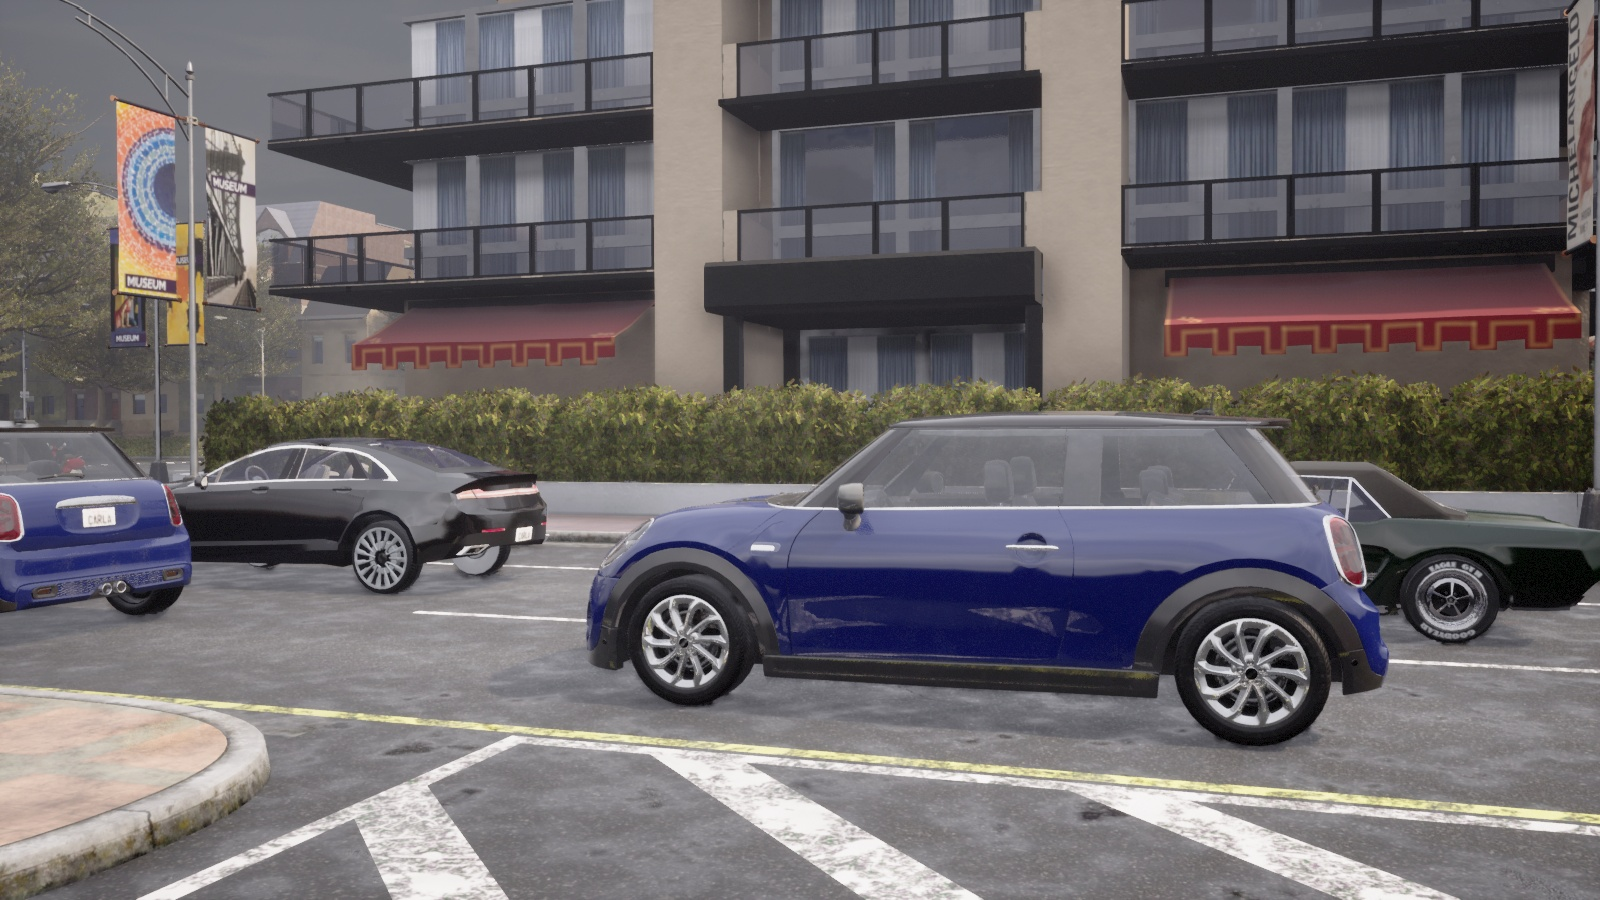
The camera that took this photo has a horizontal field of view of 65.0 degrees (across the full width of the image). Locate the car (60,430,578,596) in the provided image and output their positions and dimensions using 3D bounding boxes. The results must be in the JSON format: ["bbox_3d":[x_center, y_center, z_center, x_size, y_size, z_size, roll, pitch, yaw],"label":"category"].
[{"bbox_3d":[-5.065,0.550,13.338,4.902,1.511,2.128,1,1,19],"label":"car"}]

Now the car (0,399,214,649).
[{"bbox_3d":[-7.503,0.489,10.465,4.553,1.767,2.097,1,1,19],"label":"car"}]

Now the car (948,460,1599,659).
[{"bbox_3d":[3.746,0.775,10.374,4.718,1.301,1.895,1,1,19],"label":"car"}]

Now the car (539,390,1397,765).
[{"bbox_3d":[0.966,0.567,7.615,4.553,1.767,2.097,1,1,18],"label":"car"}]
